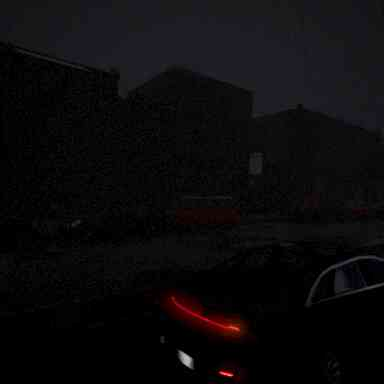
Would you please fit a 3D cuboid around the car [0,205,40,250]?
[{"bbox_3d":[-8.318,1.320,12.558,4.553,1.767,2.185,0,0,-36],"label":"car"}]

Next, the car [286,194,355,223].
[{"bbox_3d":[9.666,1.205,25.515,5.566,2.045,2.435,0,0,-36],"label":"car"}]

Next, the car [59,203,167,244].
[{"bbox_3d":[-3.836,1.323,15.788,4.553,1.767,2.185,0,0,-36],"label":"car"}]

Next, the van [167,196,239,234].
[{"bbox_3d":[0.528,1.225,18.931,4.442,1.987,1.878,0,0,-36],"label":"van"}]

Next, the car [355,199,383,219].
[{"bbox_3d":[14.074,1.459,28.692,5.008,1.535,2.097,0,0,-36],"label":"car"}]

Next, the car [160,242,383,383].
[{"bbox_3d":[1.905,1.492,4.811,4.902,1.511,2.128,0,0,-36],"label":"car"}]
